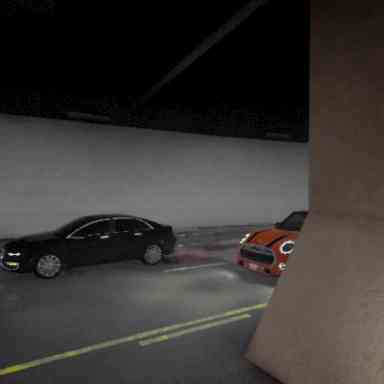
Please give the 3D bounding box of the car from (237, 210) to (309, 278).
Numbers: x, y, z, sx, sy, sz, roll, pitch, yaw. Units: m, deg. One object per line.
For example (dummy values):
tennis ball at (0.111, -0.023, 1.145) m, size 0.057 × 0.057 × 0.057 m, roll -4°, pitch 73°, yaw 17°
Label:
car at (3.505, 1.300, 9.486) m, size 4.553 × 1.767 × 2.097 m, roll 0°, pitch 0°, yaw -29°

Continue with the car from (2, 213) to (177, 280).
car at (-2.791, 1.425, 9.781) m, size 4.892 × 1.490 × 1.837 m, roll 0°, pitch 0°, yaw -33°
